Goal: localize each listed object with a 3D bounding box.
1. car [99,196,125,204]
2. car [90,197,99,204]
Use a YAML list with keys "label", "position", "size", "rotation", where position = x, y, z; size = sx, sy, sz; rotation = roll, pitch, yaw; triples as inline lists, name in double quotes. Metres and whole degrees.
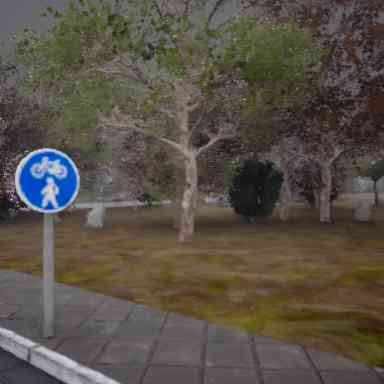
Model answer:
- label: "car"
  position: [-15.985, 1.647, 68.256]
  size: [1.837, 1.490, 4.892]
  rotation: [0, 0, 36]
- label: "car"
  position: [-18.860, 1.706, 70.251]
  size: [2.033, 1.411, 5.357]
  rotation: [0, 0, 36]
